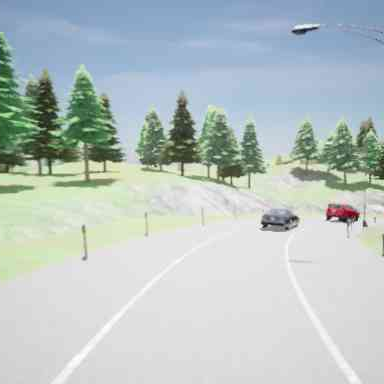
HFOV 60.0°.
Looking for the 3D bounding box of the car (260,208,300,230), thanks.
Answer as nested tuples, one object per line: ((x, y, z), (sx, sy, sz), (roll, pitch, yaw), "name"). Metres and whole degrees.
((6.482, 1.907, 24.162), (2.033, 1.411, 5.357), (2, -1, 28), "car")

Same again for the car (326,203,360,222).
((17.722, 2.421, 39.004), (5.566, 2.045, 2.150), (5, 0, -44), "car")
